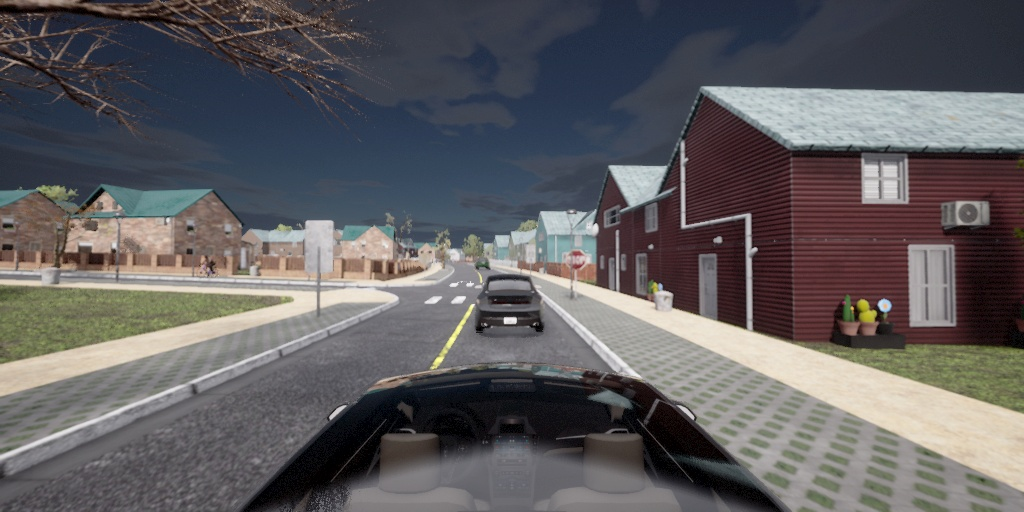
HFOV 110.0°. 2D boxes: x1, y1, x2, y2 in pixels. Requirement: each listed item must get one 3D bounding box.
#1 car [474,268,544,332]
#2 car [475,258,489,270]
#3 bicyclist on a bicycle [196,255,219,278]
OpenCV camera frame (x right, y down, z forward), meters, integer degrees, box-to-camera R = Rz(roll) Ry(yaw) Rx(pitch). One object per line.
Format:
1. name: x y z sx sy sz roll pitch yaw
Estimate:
1. car: -0.107 1.308 11.076 1.837 1.490 4.892 0 0 -2
2. car: -5.147 1.293 61.418 2.150 2.045 5.566 0 0 -10
3. bicyclist on a bicycle: -22.047 0.762 25.994 0.582 1.620 1.656 1 -1 8
